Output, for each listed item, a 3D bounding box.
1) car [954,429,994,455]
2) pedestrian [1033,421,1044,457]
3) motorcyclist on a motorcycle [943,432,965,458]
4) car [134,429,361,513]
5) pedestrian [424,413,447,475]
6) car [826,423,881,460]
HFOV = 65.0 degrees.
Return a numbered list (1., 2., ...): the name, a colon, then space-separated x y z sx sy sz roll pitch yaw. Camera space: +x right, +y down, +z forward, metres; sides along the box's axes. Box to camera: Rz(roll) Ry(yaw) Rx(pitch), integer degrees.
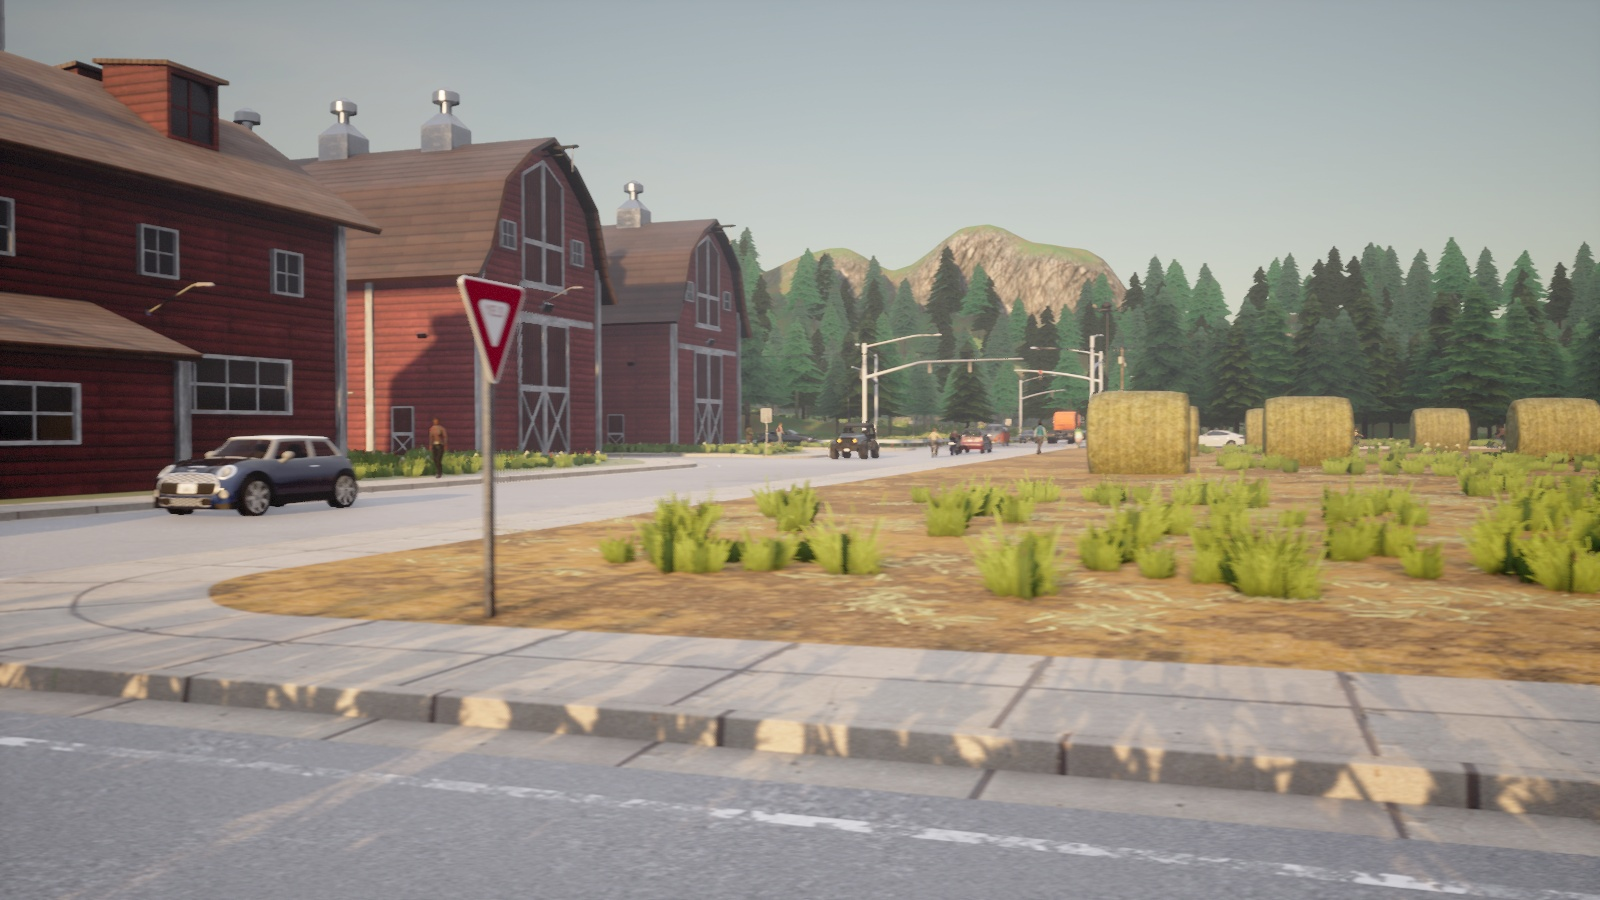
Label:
1. car: 11.129 -0.550 80.292 1.851 1.617 3.988 1 1 18
2. pedestrian: 12.825 -0.578 67.499 0.396 1.930 0.692 1 1 27
3. motorcyclist on a motorcycle: 9.035 -0.312 73.754 0.866 1.530 2.191 1 1 18
4. car: -10.497 0.339 24.173 1.970 1.475 3.806 1 1 18
5. pedestrian: -10.715 -0.171 36.916 0.328 1.805 0.869 0 1 8
6. car: 2.825 -0.450 65.820 1.905 1.878 3.866 1 1 18
